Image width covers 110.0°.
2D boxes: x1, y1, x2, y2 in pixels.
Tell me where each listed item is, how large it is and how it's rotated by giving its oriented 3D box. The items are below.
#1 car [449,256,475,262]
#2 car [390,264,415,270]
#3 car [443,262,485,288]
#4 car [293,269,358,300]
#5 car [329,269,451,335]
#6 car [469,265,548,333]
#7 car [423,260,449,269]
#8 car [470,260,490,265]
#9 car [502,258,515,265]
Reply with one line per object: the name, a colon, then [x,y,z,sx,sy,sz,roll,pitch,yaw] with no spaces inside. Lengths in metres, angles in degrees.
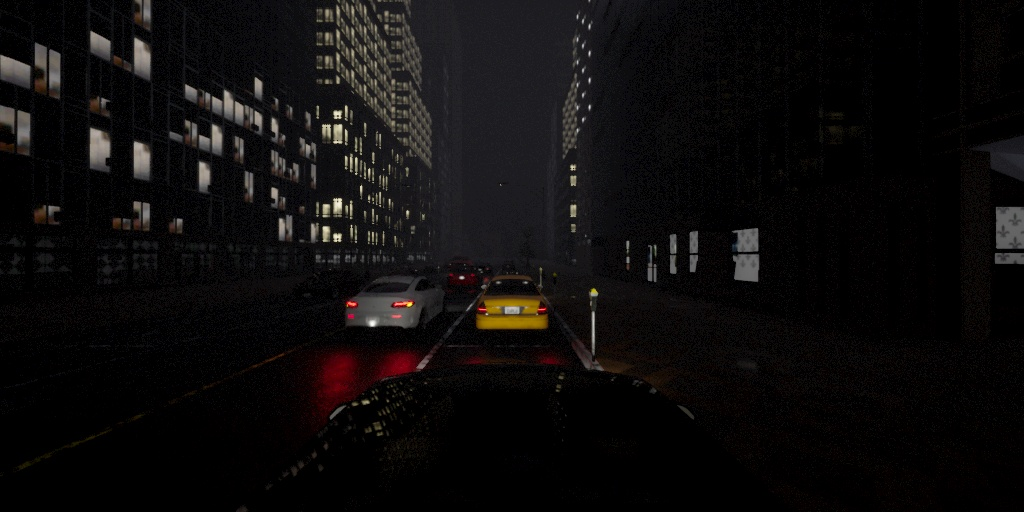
car: [-6.211,0.958,43.500,2.150,2.045,5.566,0,0,0]
car: [-8.835,1.325,29.033,1.802,1.307,4.207,0,0,0]
car: [-3.078,1.308,24.081,1.994,1.385,4.181,0,0,0]
car: [-8.836,1.313,17.650,1.948,1.339,4.313,0,0,0]
car: [-3.146,1.275,10.399,1.812,1.442,4.674,0,0,0]
car: [0.004,1.206,10.689,1.801,1.575,5.366,0,0,0]
car: [-8.836,1.286,40.419,2.007,1.370,4.403,0,0,0]
car: [-3.083,1.338,38.498,1.895,1.301,4.718,0,0,0]
car: [-0.455,1.298,46.099,1.948,1.339,4.313,0,0,0]
